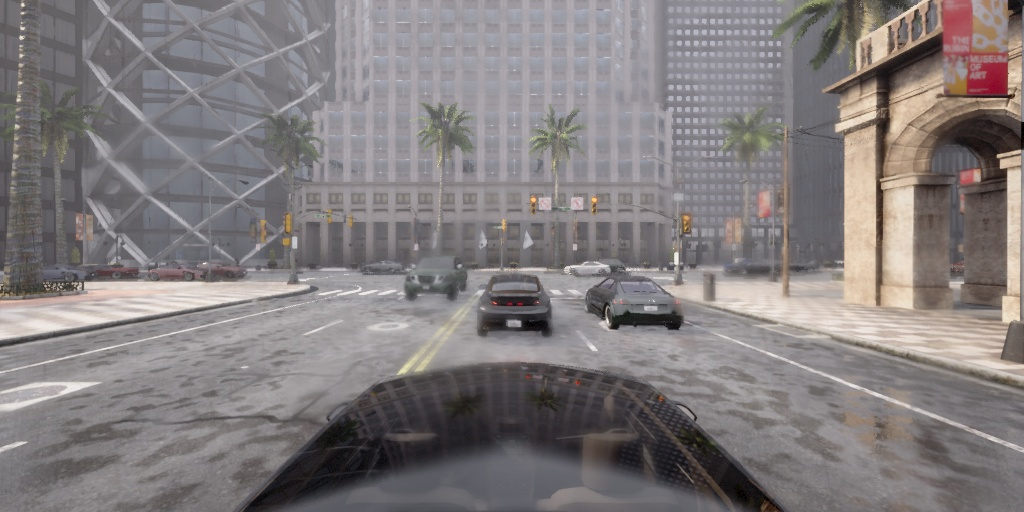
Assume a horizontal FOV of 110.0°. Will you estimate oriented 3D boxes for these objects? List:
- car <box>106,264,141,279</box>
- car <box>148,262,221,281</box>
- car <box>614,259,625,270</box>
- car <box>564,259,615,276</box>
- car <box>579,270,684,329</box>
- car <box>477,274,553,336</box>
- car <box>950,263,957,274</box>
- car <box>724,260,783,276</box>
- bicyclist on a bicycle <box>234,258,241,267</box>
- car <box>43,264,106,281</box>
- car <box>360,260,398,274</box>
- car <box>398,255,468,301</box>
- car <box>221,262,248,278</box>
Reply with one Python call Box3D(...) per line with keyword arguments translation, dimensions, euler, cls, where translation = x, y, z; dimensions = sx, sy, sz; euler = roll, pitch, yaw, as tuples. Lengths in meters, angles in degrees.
Box3D(translation=(-35.921, 1.351, 31.327), dimensions=(4.718, 1.301, 1.895), euler=(0, 0, -19), cls="car")
Box3D(translation=(-27.017, 1.314, 29.430), dimensions=(4.181, 1.385, 1.994), euler=(0, 0, -4), cls="car")
Box3D(translation=(10.307, 1.101, 40.368), dimensions=(4.553, 1.767, 2.097), euler=(0, 0, 0), cls="car")
Box3D(translation=(7.732, 1.276, 36.877), dimensions=(4.674, 1.442, 1.812), euler=(0, 0, 0), cls="car")
Box3D(translation=(3.580, 1.314, 11.216), dimensions=(1.994, 1.385, 4.181), euler=(0, 0, 0), cls="car")
Box3D(translation=(0.076, 1.255, 10.349), dimensions=(1.837, 1.490, 4.892), euler=(0, 0, 0), cls="car")
Box3D(translation=(42.073, 1.314, 36.766), dimensions=(4.181, 1.385, 1.994), euler=(0, 0, 0), cls="car")
Box3D(translation=(24.813, 1.227, 36.828), dimensions=(5.008, 1.535, 1.882), euler=(0, 0, 0), cls="car")
Box3D(translation=(-35.756, 1.050, 46.654), dimensions=(0.582, 1.620, 1.656), euler=(0, 0, -12), cls="bicyclist on a bicycle")
Box3D(translation=(-35.241, 1.314, 27.821), dimensions=(4.181, 1.385, 1.994), euler=(0, 0, -22), cls="car")
Box3D(translation=(-14.556, 1.241, 40.439), dimensions=(4.902, 1.511, 2.128), euler=(0, 0, 0), cls="car")
Box3D(translation=(-3.556, 0.971, 17.843), dimensions=(2.150, 2.045, 5.566), euler=(0, 0, 1), cls="car")
Box3D(translation=(-26.958, 1.276, 32.928), dimensions=(4.674, 1.442, 1.812), euler=(0, 0, -4), cls="car")
